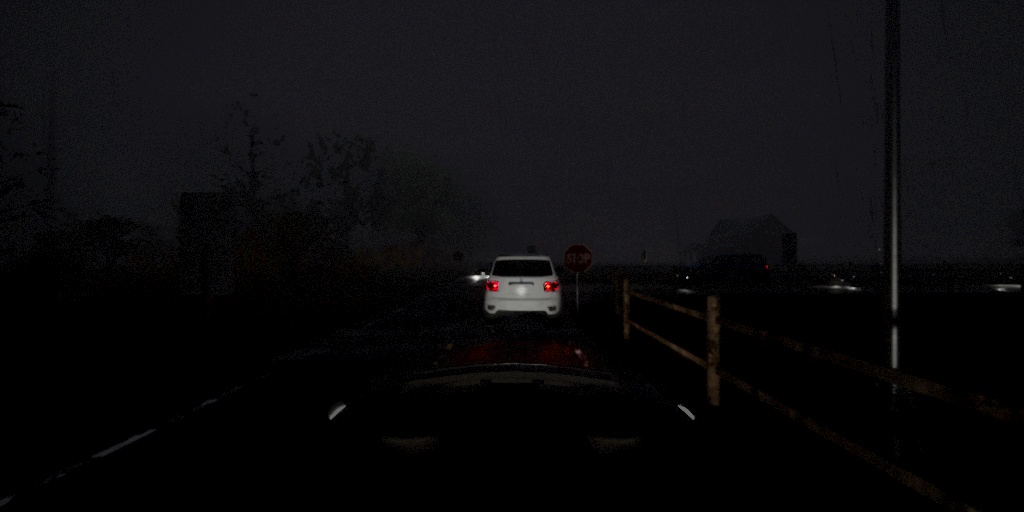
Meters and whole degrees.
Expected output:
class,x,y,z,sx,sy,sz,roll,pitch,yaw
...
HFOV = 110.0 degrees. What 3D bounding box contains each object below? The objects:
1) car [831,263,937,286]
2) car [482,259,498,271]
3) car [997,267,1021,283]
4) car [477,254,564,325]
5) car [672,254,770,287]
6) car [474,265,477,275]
class,x,y,z,sx,sy,sz,roll,pitch,yaw
car,23.844,1.168,23.055,5.357,1.411,2.033,0,0,-1
car,-2.830,1.179,47.091,1.812,1.442,4.674,0,0,0
car,34.579,1.099,23.219,4.674,1.442,1.812,0,0,-1
car,0.521,0.957,11.949,2.150,2.045,5.566,0,0,6
car,13.252,0.887,22.892,5.566,2.045,2.150,0,0,0
car,-2.838,1.228,37.399,2.033,1.411,5.357,0,0,0
